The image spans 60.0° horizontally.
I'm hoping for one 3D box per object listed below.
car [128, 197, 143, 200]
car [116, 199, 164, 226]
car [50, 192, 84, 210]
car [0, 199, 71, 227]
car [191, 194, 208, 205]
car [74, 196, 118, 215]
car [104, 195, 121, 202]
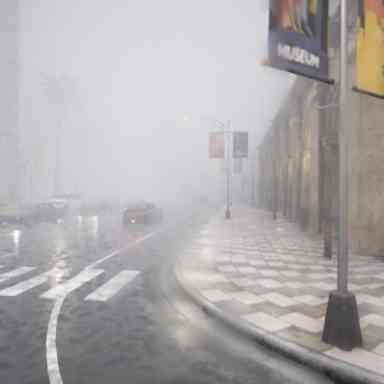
[{"bbox_3d":[-7.427,1.336,44.088,1.812,1.442,4.674,0,0,8],"label":"car"},{"bbox_3d":[-3.199,1.487,22.369,1.837,1.490,4.892,0,0,7],"label":"car"},{"bbox_3d":[-12.512,1.045,32.872,2.150,2.045,5.566,0,0,8],"label":"car"},{"bbox_3d":[-10.424,1.419,21.850,2.033,1.411,5.357,0,0,7],"label":"car"},{"bbox_3d":[1.344,1.159,54.853,2.097,1.767,4.553,1,0,12],"label":"car"},{"bbox_3d":[-9.092,1.369,31.998,1.812,1.442,4.674,0,0,8],"label":"car"},{"bbox_3d":[-10.979,1.144,43.960,2.097,1.767,4.553,0,0,8],"label":"car"}]
